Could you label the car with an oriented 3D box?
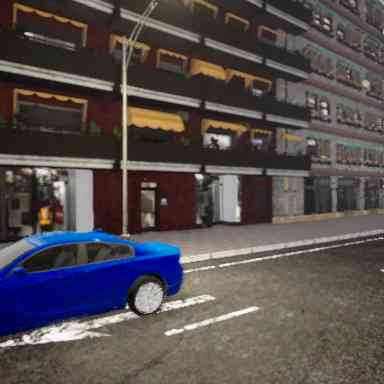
[{"bbox_3d":[-2.484,1.480,5.950,5.008,1.535,1.882,0,0,-36],"label":"car"}]
